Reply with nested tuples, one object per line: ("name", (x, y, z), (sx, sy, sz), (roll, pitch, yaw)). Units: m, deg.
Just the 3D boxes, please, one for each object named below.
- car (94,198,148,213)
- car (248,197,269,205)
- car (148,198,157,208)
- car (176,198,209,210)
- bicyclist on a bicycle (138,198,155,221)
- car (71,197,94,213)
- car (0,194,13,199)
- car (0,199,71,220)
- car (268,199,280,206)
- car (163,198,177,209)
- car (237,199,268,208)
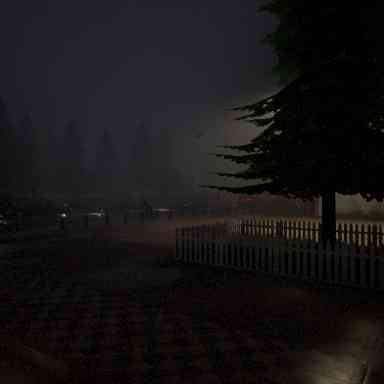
("car", (-7.822, 1.547, 37.028), (2.033, 1.411, 5.357), (0, 0, 35))
("car", (11.534, 1.563, 57.832), (1.994, 1.385, 4.181), (0, 0, 36))
("car", (-6.608, 1.526, 44.753), (1.812, 1.442, 4.674), (0, 0, 36))
("car", (0.361, 1.564, 42.139), (1.994, 1.385, 4.181), (0, 0, 35))
("bicyclist on a bicycle", (-3.363, 1.302, 24.363), (1.656, 1.620, 0.582), (0, 0, 35))
("car", (-12.554, 1.352, 36.419), (2.097, 1.767, 4.553), (0, 0, 36))
("car", (-18.155, 1.222, 28.566), (2.150, 2.045, 5.566), (0, 0, 35))
("car", (-13.668, 1.547, 28.831), (2.033, 1.411, 5.357), (0, 0, 35))
("car", (14.335, 1.547, 55.724), (2.033, 1.411, 5.357), (0, 0, 36))
("car", (-1.653, 1.547, 45.656), (2.033, 1.411, 5.357), (0, 0, 36))
("car", (8.425, 1.221, 47.423), (2.150, 2.045, 5.566), (0, 0, 36))
